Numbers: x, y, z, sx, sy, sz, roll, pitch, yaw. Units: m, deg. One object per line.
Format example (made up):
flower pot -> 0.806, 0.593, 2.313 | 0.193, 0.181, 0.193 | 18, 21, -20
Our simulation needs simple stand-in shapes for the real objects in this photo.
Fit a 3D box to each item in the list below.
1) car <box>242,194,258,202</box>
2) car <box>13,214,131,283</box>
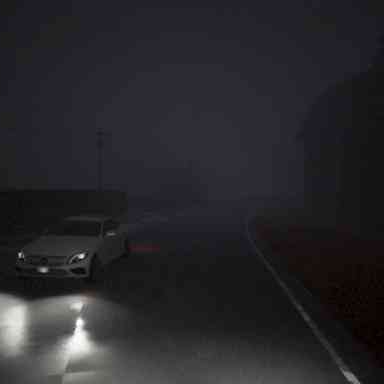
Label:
car -> 11.066, 1.159, 63.463 | 1.812, 1.442, 4.674 | 0, 1, -15
car -> -3.052, 1.403, 9.521 | 1.812, 1.442, 4.674 | 1, 0, 4
